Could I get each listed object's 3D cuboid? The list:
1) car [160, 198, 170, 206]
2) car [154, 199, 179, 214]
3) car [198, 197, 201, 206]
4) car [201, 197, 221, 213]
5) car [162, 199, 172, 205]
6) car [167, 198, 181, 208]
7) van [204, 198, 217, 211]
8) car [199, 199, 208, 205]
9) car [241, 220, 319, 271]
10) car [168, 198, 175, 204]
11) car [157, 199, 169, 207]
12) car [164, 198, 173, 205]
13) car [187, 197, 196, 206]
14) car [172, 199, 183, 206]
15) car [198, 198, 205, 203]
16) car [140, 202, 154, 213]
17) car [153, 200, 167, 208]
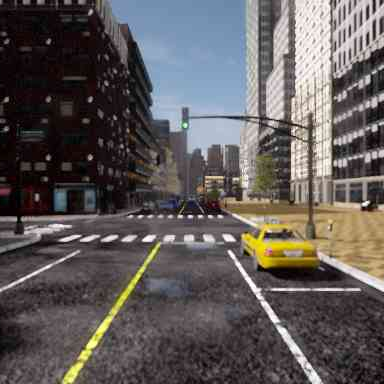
[{"bbox_3d":[-5.718,2.126,71.003,1.967,1.590,4.097,0,-1,0],"label":"car"},{"bbox_3d":[-3.111,1.927,41.074,2.033,1.411,5.357,0,-1,0],"label":"car"},{"bbox_3d":[2.664,1.942,65.480,2.192,1.841,5.009,0,-1,0],"label":"car"},{"bbox_3d":[2.671,1.716,43.376,2.192,1.841,5.009,0,-1,0],"label":"car"},{"bbox_3d":[-5.719,2.327,76.529,1.802,1.307,4.206,0,-1,0],"label":"car"},{"bbox_3d":[-3.104,1.954,50.894,1.882,1.535,5.008,0,-1,0],"label":"car"},{"bbox_3d":[2.669,1.797,48.901,1.690,1.788,3.998,0,-1,0],"label":"van"},{"bbox_3d":[2.661,2.289,76.532,1.887,1.381,4.507,0,-1,0],"label":"car"},{"bbox_3d":[2.683,1.625,11.132,1.752,1.417,4.829,0,-1,0],"label":"car"},{"bbox_3d":[-5.725,2.448,92.938,1.752,1.417,4.829,0,-1,0],"label":"car"},{"bbox_3d":[-5.716,2.172,65.475,1.887,1.381,4.507,0,-1,0],"label":"car"},{"bbox_3d":[-5.722,2.244,82.056,1.967,1.590,4.097,0,-1,0],"label":"car"},{"bbox_3d":[-0.024,2.255,72.564,1.994,1.385,4.181,0,-1,0],"label":"car"},{"bbox_3d":[-3.024,2.209,70.950,2.128,1.511,4.902,0,-1,0],"label":"car"},{"bbox_3d":[2.655,2.451,93.281,1.752,1.417,4.829,0,-1,0],"label":"car"},{"bbox_3d":[-5.707,1.952,43.371,2.008,1.369,4.403,0,-1,0],"label":"car"},{"bbox_3d":[-5.713,2.120,59.949,2.008,1.369,4.403,0,-1,0],"label":"car"}]
